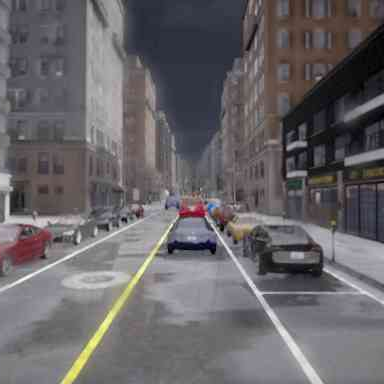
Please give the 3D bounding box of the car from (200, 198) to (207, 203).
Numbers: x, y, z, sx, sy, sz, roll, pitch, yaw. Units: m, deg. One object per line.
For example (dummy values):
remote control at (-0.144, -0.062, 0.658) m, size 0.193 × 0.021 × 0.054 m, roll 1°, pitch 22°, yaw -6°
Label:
car at (3.137, 2.403, 93.270) m, size 2.008 × 1.369 × 4.403 m, roll 1°, pitch 0°, yaw 1°

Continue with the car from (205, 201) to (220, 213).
car at (2.679, 1.940, 44.718) m, size 1.752 × 1.417 × 4.829 m, roll 1°, pitch -1°, yaw 0°

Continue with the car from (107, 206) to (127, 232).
car at (-5.849, 1.770, 21.860) m, size 1.947 × 1.339 × 4.313 m, roll 1°, pitch -1°, yaw 0°

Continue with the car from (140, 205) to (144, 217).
car at (-5.848, 1.854, 33.205) m, size 1.887 × 1.381 × 4.507 m, roll 1°, pitch -1°, yaw 0°

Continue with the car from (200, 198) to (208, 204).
car at (3.066, 2.347, 87.740) m, size 1.887 × 1.381 × 4.507 m, roll 1°, pitch -1°, yaw 1°

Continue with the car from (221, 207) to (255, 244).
car at (2.676, 1.679, 16.352) m, size 1.752 × 1.417 × 4.829 m, roll 1°, pitch -1°, yaw 0°

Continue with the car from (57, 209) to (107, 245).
car at (-5.849, 1.702, 16.187) m, size 2.008 × 1.369 × 4.403 m, roll 1°, pitch -1°, yaw 0°

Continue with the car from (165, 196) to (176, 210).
car at (-2.997, 1.684, 51.705) m, size 2.150 × 2.045 × 5.566 m, roll 0°, pitch -1°, yaw 0°

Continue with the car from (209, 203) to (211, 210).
car at (2.677, 1.839, 27.528) m, size 1.802 × 1.307 × 4.206 m, roll 1°, pitch -1°, yaw 0°

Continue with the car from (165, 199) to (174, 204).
car at (-5.530, 2.337, 82.315) m, size 1.802 × 1.307 × 4.206 m, roll 1°, pitch -1°, yaw 1°

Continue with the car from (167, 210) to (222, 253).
car at (0.004, 1.699, 14.296) m, size 1.994 × 1.385 × 4.181 m, roll 0°, pitch 0°, yaw 0°

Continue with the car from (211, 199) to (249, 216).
car at (2.679, 1.520, 21.858) m, size 2.192 × 1.841 × 5.009 m, roll 1°, pitch -1°, yaw 0°

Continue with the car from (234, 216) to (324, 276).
car at (2.676, 1.665, 10.509) m, size 1.947 × 1.339 × 4.313 m, roll 1°, pitch -1°, yaw 0°

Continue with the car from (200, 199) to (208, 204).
car at (2.995, 2.319, 82.210) m, size 1.947 × 1.339 × 4.313 m, roll 1°, pitch -1°, yaw 1°

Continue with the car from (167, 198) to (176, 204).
car at (-5.459, 2.370, 87.844) m, size 1.947 × 1.339 × 4.313 m, roll 1°, pitch -1°, yaw 1°

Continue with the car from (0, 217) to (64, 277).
car at (-5.850, 1.681, 10.514) m, size 1.802 × 1.307 × 4.206 m, roll 1°, pitch -1°, yaw 0°

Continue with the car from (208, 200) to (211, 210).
car at (2.678, 1.836, 33.372) m, size 1.752 × 1.417 × 4.829 m, roll 1°, pitch -1°, yaw 0°

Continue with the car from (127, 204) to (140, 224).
car at (-5.849, 1.823, 27.533) m, size 1.947 × 1.339 × 4.313 m, roll 1°, pitch -1°, yaw 0°

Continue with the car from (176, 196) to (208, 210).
car at (0.003, 1.487, 29.010) m, size 2.150 × 2.045 × 5.566 m, roll 0°, pitch 0°, yaw 0°

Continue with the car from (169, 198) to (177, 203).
car at (-5.388, 2.404, 93.373) m, size 2.008 × 1.369 × 4.403 m, roll 1°, pitch -1°, yaw 1°
